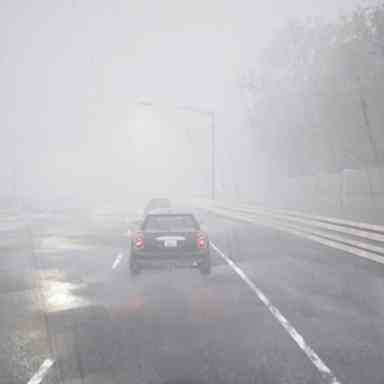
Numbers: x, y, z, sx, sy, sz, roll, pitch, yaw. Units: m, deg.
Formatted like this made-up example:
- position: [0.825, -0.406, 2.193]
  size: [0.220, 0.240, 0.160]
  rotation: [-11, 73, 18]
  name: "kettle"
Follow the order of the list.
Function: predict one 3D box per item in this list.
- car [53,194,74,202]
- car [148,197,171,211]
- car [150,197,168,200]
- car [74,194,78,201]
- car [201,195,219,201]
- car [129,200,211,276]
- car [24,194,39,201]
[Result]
- position: [-25.364, 1.183, 64.747]
  size: [2.033, 1.411, 5.357]
  rotation: [0, 0, -37]
  name: "car"
- position: [-3.589, 1.312, 37.692]
  size: [2.033, 1.411, 5.357]
  rotation: [0, 0, 1]
  name: "car"
- position: [-2.552, 1.197, 25.192]
  size: [2.097, 1.767, 4.553]
  rotation: [0, 1, -8]
  name: "car"
- position: [-26.054, 1.073, 71.214]
  size: [1.882, 1.535, 5.008]
  rotation: [0, 0, -40]
  name: "car"
- position: [2.688, 1.169, 58.115]
  size: [2.033, 1.411, 5.357]
  rotation: [0, 0, 34]
  name: "car"
- position: [-0.715, 1.286, 10.392]
  size: [2.097, 1.767, 4.553]
  rotation: [0, 0, -5]
  name: "car"
- position: [-33.462, 1.149, 69.123]
  size: [2.128, 1.511, 4.902]
  rotation: [0, 0, -43]
  name: "car"
